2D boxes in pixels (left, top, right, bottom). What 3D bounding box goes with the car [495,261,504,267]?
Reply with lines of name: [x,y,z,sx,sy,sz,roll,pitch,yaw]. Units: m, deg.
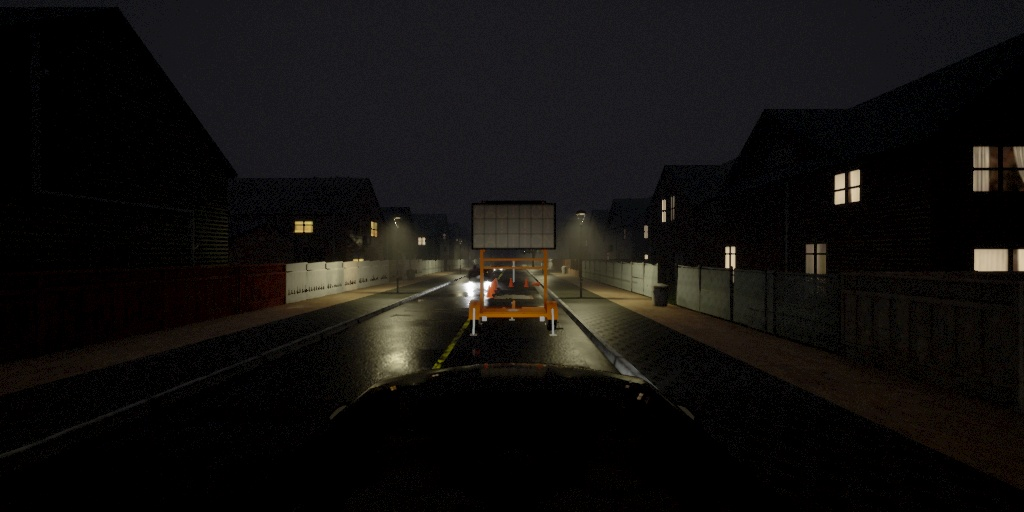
car: [-2.445,1.523,62.826,1.994,1.385,4.181,0,0,0]

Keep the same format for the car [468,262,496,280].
car: [-2.702,1.390,31.292,1.895,1.301,4.718,0,0,0]

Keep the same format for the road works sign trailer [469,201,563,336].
road works sign trailer: [0.049,0.214,10.396,2.380,3.560,2.880,0,0,1]
